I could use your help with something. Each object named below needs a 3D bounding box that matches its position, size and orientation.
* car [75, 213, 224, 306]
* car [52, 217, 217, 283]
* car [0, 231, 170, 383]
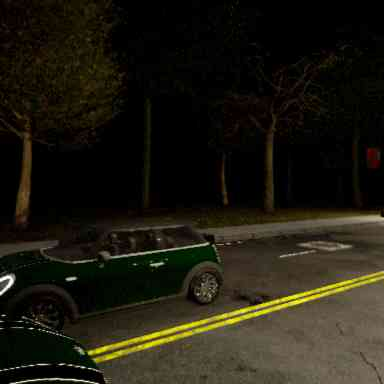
[{"bbox_3d":[-1.627,1.349,6.429,4.553,1.767,2.097,0,0,-34],"label":"car"},{"bbox_3d":[-1.647,1.595,10.353,4.718,1.301,1.895,0,0,-34],"label":"car"},{"bbox_3d":[-2.617,1.354,1.575,4.553,1.767,2.097,0,0,-34],"label":"car"}]
